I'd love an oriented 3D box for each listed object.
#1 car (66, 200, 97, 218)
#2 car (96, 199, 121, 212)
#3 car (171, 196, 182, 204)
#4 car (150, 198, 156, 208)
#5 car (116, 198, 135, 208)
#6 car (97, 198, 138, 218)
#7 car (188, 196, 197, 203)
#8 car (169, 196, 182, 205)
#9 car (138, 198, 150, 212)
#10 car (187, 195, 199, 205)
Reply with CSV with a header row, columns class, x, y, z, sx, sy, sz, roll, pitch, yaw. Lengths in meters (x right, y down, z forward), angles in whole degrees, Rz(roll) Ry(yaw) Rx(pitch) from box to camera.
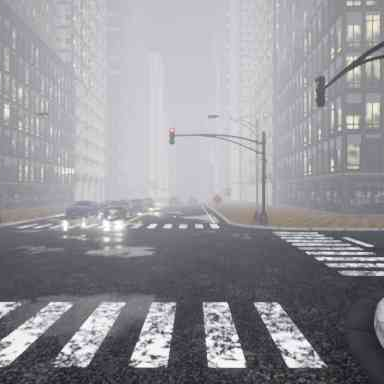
class,x,y,z,sx,sy,sz,roll,pitch,yaw
car,-9.852,1.500,30.326,1.882,1.535,5.008,0,0,0
car,-9.847,1.602,39.459,1.994,1.385,4.181,0,0,0
car,-3.155,1.626,70.321,2.128,1.511,4.902,0,0,0
car,-6.591,1.588,49.651,1.812,1.442,4.674,0,0,0
car,-9.837,1.625,49.383,1.994,1.385,4.181,0,0,0
car,-6.598,1.513,30.076,2.128,1.511,4.902,0,0,0
car,0.071,1.613,71.302,1.882,1.535,5.008,0,0,0
car,-3.145,1.571,59.912,1.882,1.535,5.008,0,0,0
car,-6.597,1.516,39.604,1.882,1.535,5.008,0,0,0
car,0.107,1.624,61.455,1.812,1.442,4.674,0,0,0
